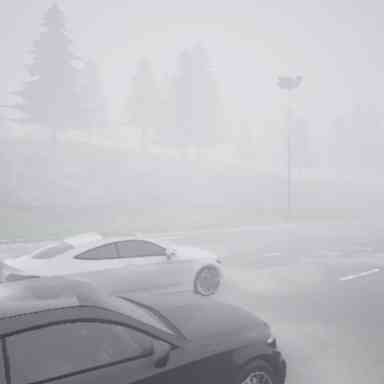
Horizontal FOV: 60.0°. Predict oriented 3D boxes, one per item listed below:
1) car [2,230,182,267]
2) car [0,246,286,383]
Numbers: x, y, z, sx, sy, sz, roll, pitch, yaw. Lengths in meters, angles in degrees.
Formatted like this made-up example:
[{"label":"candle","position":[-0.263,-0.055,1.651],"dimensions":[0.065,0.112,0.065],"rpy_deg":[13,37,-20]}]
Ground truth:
[{"label":"car","position":[-1.435,1.553,7.020],"dimensions":[4.674,1.442,1.812],"rpy_deg":[1,0,-35]},{"label":"car","position":[-1.206,1.531,2.887],"dimensions":[4.674,1.442,1.812],"rpy_deg":[1,0,-35]}]
